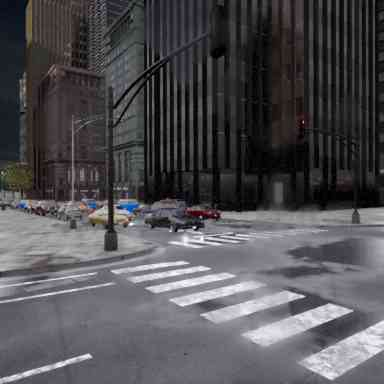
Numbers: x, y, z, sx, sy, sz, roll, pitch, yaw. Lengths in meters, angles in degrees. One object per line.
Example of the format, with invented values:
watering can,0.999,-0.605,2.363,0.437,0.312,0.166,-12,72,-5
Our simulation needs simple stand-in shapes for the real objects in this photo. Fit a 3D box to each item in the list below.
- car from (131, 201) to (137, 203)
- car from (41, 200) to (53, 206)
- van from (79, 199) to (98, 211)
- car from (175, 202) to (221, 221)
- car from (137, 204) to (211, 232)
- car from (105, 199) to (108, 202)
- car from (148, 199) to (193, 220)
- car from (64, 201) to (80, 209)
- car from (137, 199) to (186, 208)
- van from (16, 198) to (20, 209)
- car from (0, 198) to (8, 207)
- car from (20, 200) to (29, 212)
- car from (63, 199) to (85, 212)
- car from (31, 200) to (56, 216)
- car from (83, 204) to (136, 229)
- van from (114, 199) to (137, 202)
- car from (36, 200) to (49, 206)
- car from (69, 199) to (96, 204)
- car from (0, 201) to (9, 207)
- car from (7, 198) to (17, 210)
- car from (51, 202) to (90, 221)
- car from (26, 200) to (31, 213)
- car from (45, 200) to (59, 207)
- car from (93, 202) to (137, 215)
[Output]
car,-5.189,2.004,37.803,1.802,1.307,4.206,-1,0,-35
car,-34.583,2.659,79.261,1.947,1.339,4.313,-1,0,-35
van,-16.940,2.037,54.419,1.690,1.788,3.998,-1,0,-35
car,0.683,1.828,29.495,1.887,1.381,4.507,-1,0,-35
car,-1.366,1.791,22.203,2.033,1.411,5.357,0,-1,-35
car,-11.067,1.875,46.111,2.192,1.841,5.009,-1,0,-35
car,-2.258,1.668,33.649,2.192,1.841,5.009,-1,0,-35
car,-22.551,2.406,62.282,1.802,1.307,4.206,-1,0,-35
car,-2.721,1.676,29.673,2.097,1.767,4.553,0,-1,-35
van,-26.058,2.122,52.479,1.690,1.788,3.998,-1,0,-35
car,-41.134,2.666,73.761,1.887,1.381,4.507,-1,0,-35
car,-23.231,2.156,48.492,1.967,1.590,4.097,-1,0,-35
car,-18.424,2.043,51.866,2.097,1.767,4.553,0,-1,-35
car,-17.585,1.900,40.519,2.192,1.841,5.009,-1,0,-35
car,-6.183,1.843,24.435,1.752,1.417,4.829,-1,0,-35
van,-8.131,1.832,41.957,1.690,1.788,3.998,-1,0,-35
car,-37.590,2.709,83.505,2.008,1.369,4.403,-1,0,-35
car,-13.376,1.879,39.224,2.097,1.767,4.553,0,-1,-35
car,-44.242,2.770,78.148,1.802,1.307,4.206,-1,0,-35
car,-31.809,2.353,60.597,1.967,1.590,4.097,-1,0,-35
car,-11.930,2.004,32.546,2.008,1.369,4.403,-1,0,-35
car,-20.405,2.195,44.506,1.887,1.381,4.507,-1,0,-35
car,-31.574,2.594,75.015,1.947,1.339,4.313,-1,0,-35
car,-7.154,1.906,30.428,1.812,1.442,4.674,0,-1,-35
